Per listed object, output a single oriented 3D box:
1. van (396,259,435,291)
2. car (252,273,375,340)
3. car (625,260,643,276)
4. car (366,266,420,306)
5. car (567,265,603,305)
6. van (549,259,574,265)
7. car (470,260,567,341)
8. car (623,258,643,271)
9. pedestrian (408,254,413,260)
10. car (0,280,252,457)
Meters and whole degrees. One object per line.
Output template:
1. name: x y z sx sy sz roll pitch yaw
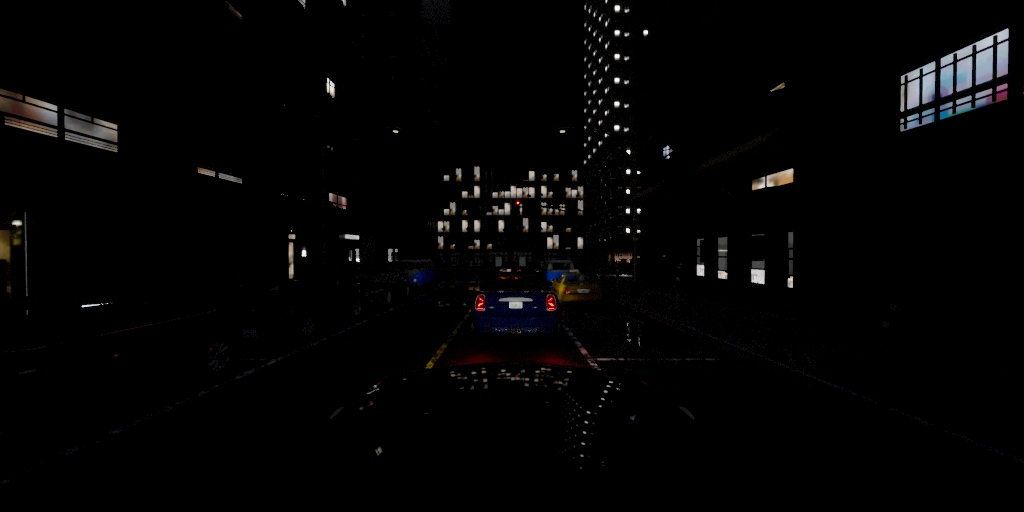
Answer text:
1. van: -5.692 1.086 21.176 1.690 1.789 3.998 0 0 0
2. car: -5.691 1.314 9.972 1.948 1.339 4.313 0 0 0
3. car: 14.674 1.369 37.890 4.181 1.385 1.994 0 1 0
4. car: -5.691 1.297 15.574 2.007 1.370 4.403 0 0 0
5. car: 2.690 1.272 15.716 1.751 1.417 4.829 0 0 0
6. van: 2.689 1.086 21.148 1.690 1.789 3.998 0 0 0
7. car: 0.085 1.100 10.014 2.097 1.767 4.553 0 0 0
8. car: 15.232 1.087 40.487 5.009 1.841 2.192 0 0 0
9. pedestrian: -12.394 0.635 43.577 0.375 1.860 0.375 0 1 0
10. car: -5.691 1.189 4.371 1.967 1.591 4.097 0 0 0
